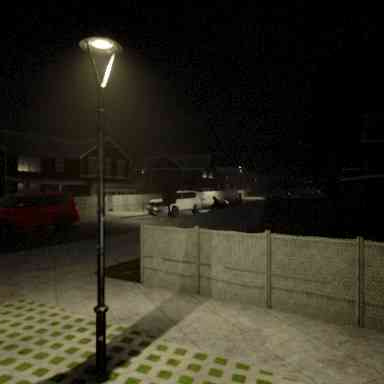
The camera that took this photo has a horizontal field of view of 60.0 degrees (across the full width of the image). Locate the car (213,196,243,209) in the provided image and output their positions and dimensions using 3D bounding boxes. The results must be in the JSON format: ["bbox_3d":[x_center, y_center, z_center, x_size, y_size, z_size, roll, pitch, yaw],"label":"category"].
[{"bbox_3d":[4.040,1.142,36.762,1.895,1.301,4.718,0,1,28],"label":"car"}]

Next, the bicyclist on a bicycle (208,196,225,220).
[{"bbox_3d":[1.536,1.068,20.752,1.656,1.620,0.582,0,1,32],"label":"bicyclist on a bicycle"}]

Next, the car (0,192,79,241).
[{"bbox_3d":[-8.215,1.059,16.283,2.150,2.045,5.566,0,1,32],"label":"car"}]

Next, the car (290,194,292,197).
[{"bbox_3d":[16.255,0.699,57.854,2.128,1.511,4.902,0,1,19],"label":"car"}]

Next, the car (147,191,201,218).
[{"bbox_3d":[-1.342,0.905,27.367,2.150,2.045,5.566,0,1,31],"label":"car"}]

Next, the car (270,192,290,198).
[{"bbox_3d":[12.260,0.882,47.273,1.837,1.490,4.892,0,1,23],"label":"car"}]
